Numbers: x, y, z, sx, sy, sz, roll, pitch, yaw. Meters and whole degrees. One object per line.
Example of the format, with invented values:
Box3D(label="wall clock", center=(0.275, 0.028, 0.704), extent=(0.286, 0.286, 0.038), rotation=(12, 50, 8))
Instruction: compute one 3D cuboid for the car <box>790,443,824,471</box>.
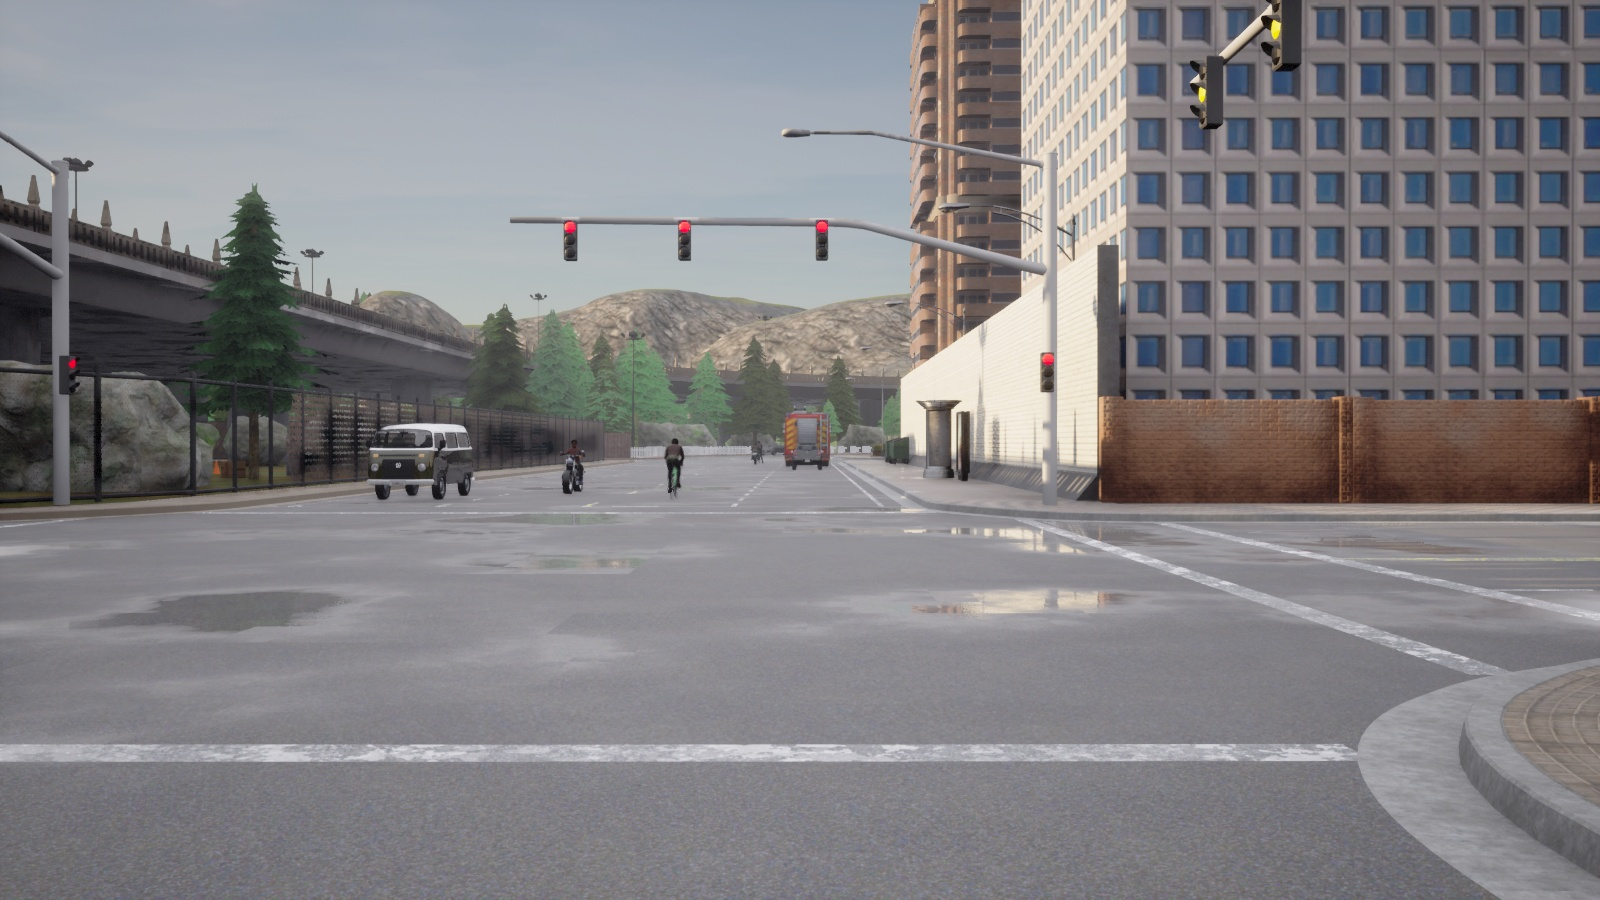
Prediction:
Box3D(label="car", center=(0.397, 0.366, 70.040), extent=(1.845, 1.501, 3.633), rotation=(0, 0, 0))

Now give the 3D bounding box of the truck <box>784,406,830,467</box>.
Box3D(label="truck", center=(0.467, -0.886, 82.917), extent=(2.891, 3.827, 8.468), rotation=(0, 0, 0))

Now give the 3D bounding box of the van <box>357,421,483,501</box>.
Box3D(label="van", center=(-10.298, 0.267, 34.391), extent=(2.069, 2.038, 4.480), rotation=(0, 0, 0))

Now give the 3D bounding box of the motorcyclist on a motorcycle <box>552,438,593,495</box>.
Box3D(label="motorcyclist on a motorcycle", center=(-6.781, 0.480, 37.514), extent=(0.766, 1.649, 2.350), rotation=(0, 0, 0))

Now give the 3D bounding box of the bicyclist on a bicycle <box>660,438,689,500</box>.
Box3D(label="bicyclist on a bicycle", center=(-3.346, 0.507, 33.621), extent=(0.582, 1.620, 1.656), rotation=(0, 0, 1))
